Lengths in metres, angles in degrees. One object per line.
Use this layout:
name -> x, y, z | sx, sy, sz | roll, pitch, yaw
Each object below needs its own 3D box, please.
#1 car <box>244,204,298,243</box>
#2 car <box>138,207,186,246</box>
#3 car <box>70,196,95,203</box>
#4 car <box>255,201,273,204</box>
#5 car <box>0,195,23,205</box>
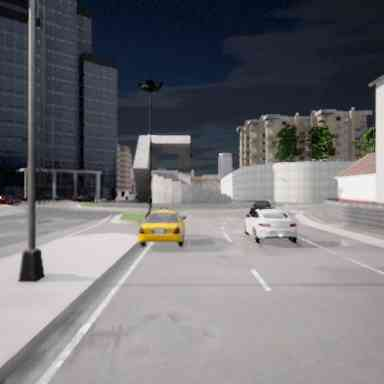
car -> 3.660, 1.524, 15.905 | 1.812, 1.442, 4.674 | 0, 0, 1
car -> -1.233, 1.452, 15.086 | 1.801, 1.575, 5.366 | 0, 0, 0
car -> -22.532, 1.515, 68.658 | 2.033, 1.411, 5.357 | 0, 0, 27
car -> 6.934, 1.560, 32.140 | 1.994, 1.385, 4.181 | 0, 0, 21
car -> -30.660, 1.326, 55.701 | 4.553, 1.767, 2.097 | 0, 0, 23
